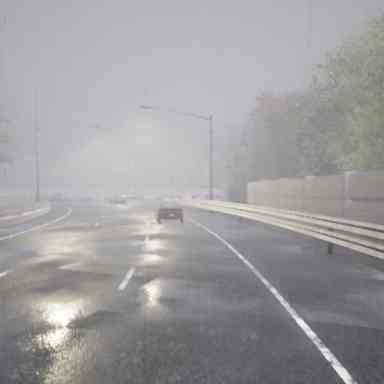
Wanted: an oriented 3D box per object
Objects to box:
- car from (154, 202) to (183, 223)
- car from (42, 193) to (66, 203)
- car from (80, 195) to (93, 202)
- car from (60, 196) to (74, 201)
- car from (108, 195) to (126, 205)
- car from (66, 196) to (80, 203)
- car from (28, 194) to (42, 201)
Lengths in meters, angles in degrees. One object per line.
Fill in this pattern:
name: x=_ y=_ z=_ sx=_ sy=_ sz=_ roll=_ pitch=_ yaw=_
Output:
car: x=-1.875 y=1.480 z=25.808 sx=1.882 sy=1.535 sz=5.008 roll=0 pitch=0 yaw=-10
car: x=-29.458 y=1.296 z=70.808 sx=2.150 sy=2.045 sz=5.566 roll=0 pitch=0 yaw=-40
car: x=-24.246 y=1.535 z=75.498 sx=1.882 sy=1.535 sz=5.008 roll=0 pitch=0 yaw=-40
car: x=-31.595 y=1.628 z=83.979 sx=1.994 sy=1.385 sz=4.181 roll=0 pitch=0 yaw=-44
car: x=-13.202 y=1.380 z=58.355 sx=2.097 sy=1.767 sz=4.553 roll=0 pitch=0 yaw=-28
car: x=-27.114 y=1.660 z=73.486 sx=1.895 sy=1.301 sz=4.718 roll=0 pitch=0 yaw=-40
car: x=-36.819 y=1.615 z=79.296 sx=2.128 sy=1.511 sz=4.902 roll=0 pitch=0 yaw=-44
